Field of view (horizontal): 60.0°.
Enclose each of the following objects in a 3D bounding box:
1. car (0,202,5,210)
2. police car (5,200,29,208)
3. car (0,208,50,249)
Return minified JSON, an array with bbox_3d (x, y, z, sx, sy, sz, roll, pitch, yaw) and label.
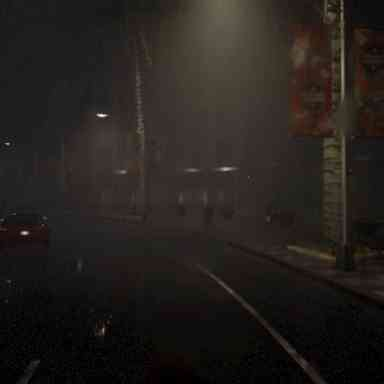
[{"bbox_3d":[-17.974,1.728,28.294,4.674,1.442,1.812,-1,0,42],"label":"car"},{"bbox_3d":[-19.334,1.654,35.265,5.238,1.638,1.930,-1,0,35],"label":"police car"},{"bbox_3d":[-7.726,1.658,15.368,1.994,1.385,4.181,0,0,-27],"label":"car"}]
